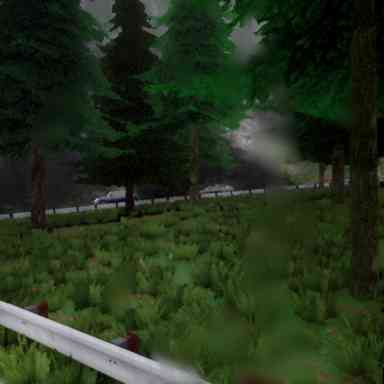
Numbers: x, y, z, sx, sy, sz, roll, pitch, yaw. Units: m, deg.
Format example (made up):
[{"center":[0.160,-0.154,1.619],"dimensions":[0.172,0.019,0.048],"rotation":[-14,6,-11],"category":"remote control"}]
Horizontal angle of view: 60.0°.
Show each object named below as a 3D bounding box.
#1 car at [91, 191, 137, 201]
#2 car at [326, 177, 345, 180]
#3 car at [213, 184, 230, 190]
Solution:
[{"center":[-7.670,0.620,32.740],"dimensions":[4.553,1.767,2.097],"rotation":[-5,3,-29],"category":"car"},{"center":[15.614,-0.997,36.734],"dimensions":[4.181,1.385,1.994],"rotation":[-5,-1,15],"category":"car"},{"center":[2.392,-0.068,36.920],"dimensions":[4.902,1.511,2.128],"rotation":[-5,1,-11],"category":"car"}]
